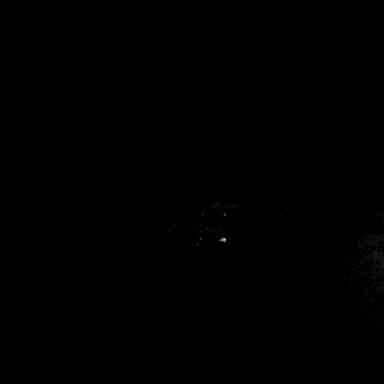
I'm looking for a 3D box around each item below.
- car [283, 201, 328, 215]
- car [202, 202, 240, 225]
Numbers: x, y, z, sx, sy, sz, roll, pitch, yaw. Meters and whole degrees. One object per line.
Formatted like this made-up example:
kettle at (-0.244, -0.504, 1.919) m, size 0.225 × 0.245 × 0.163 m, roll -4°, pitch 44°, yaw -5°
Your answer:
car at (11.194, 1.555, 32.871) m, size 4.181 × 1.385 × 1.994 m, roll 0°, pitch 0°, yaw -14°
car at (2.186, 1.437, 24.056) m, size 1.882 × 1.535 × 5.008 m, roll 0°, pitch 0°, yaw 20°
